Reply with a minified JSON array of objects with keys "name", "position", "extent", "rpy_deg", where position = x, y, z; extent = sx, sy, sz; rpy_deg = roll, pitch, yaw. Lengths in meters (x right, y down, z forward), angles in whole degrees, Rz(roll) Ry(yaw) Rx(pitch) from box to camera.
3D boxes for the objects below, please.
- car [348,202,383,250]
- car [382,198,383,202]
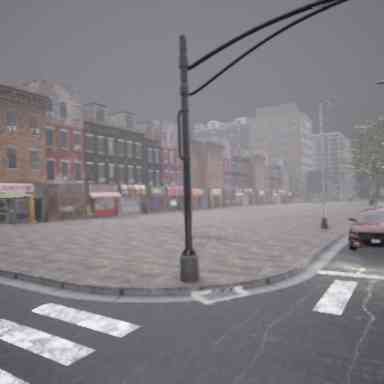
[{"name":"car","position":[7.578,1.382,13.440],"extent":[1.882,1.535,5.008],"rpy_deg":[-2,-1,32]},{"name":"car","position":[12.891,1.355,21.899],"extent":[1.812,1.442,4.674],"rpy_deg":[-2,-1,32]}]
